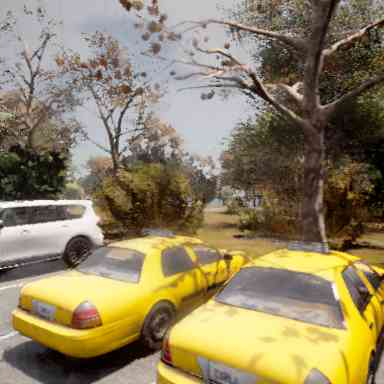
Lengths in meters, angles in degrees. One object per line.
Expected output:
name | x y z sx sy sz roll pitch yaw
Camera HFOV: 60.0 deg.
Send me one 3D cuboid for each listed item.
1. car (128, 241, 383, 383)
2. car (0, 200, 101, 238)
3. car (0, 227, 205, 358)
car | 1.761 1.478 4.797 1.946 1.575 5.366 0 0 36
car | -5.184 1.271 9.491 2.435 2.045 5.566 -1 -1 35
car | -0.404 1.484 6.343 1.946 1.575 5.366 0 0 36
